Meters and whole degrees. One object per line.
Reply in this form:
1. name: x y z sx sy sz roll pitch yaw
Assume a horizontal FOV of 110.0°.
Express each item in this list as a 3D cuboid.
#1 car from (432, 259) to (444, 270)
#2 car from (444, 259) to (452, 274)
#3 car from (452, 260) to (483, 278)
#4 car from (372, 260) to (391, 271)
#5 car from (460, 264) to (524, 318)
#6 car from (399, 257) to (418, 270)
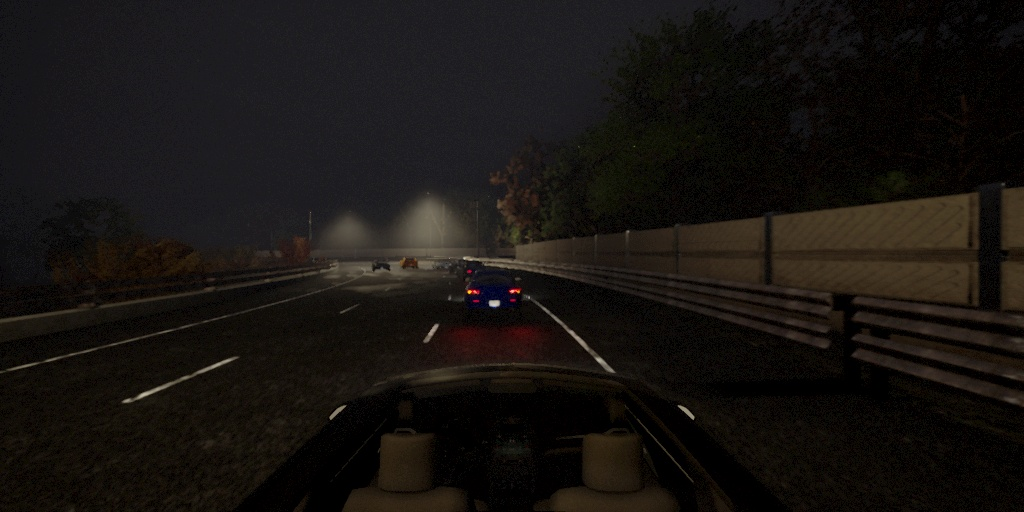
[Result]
1. car: -8.545 1.005 43.969 1.895 1.301 4.718 -1 1 -22
2. car: -4.581 1.030 33.085 2.033 1.411 5.357 -1 1 -20
3. car: -2.995 1.077 26.997 2.033 1.411 5.357 -1 1 -15
4. car: -15.487 1.064 42.351 1.895 1.301 4.718 -1 1 -23
5. car: -0.651 1.176 12.478 1.812 1.442 4.674 -1 0 -4
6. car: -13.321 0.891 46.154 1.882 1.535 5.008 -1 1 -23
